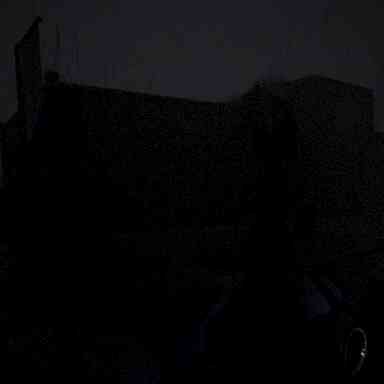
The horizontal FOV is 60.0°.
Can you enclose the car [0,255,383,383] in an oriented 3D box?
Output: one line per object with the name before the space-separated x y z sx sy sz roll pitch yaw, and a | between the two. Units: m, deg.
car | 0.349 1.533 3.819 5.357 1.411 2.033 0 0 -38
